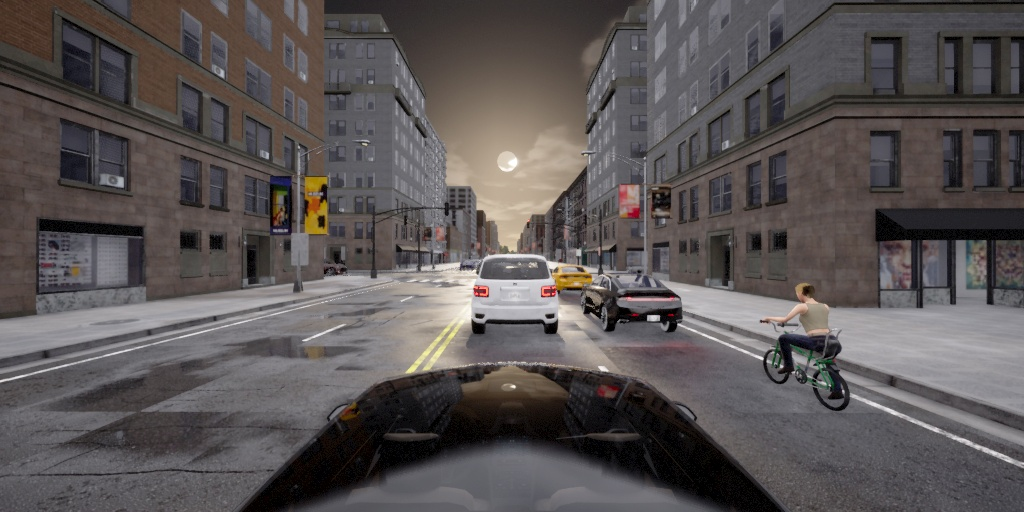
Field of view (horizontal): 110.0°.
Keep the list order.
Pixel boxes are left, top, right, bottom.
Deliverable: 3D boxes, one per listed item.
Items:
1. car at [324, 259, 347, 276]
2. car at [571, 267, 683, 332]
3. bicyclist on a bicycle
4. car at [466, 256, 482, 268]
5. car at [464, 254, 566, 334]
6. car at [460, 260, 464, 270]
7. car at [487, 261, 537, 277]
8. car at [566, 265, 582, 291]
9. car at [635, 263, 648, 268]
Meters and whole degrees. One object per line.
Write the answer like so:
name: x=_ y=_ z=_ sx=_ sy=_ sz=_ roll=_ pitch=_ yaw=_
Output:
car: x=-18.980 y=1.091 z=35.816 sx=4.553 sy=1.767 sz=2.097 roll=0 pitch=0 yaw=0
car: x=3.323 y=1.243 z=10.821 sx=2.128 sy=1.511 sz=4.902 roll=0 pitch=0 yaw=0
bicyclist on a bicycle: x=4.129 y=1.187 z=5.133 sx=0.866 sy=1.612 sz=1.509 roll=0 pitch=0 yaw=0
car: x=-6.690 y=0.996 z=64.036 sx=2.150 sy=2.045 sz=5.566 roll=0 pitch=0 yaw=0
car: x=0.079 y=0.973 z=10.750 sx=2.150 sy=2.045 sz=5.566 roll=0 pitch=0 yaw=0
car: x=-6.702 y=1.249 z=54.092 sx=1.882 sy=1.535 sz=5.008 roll=0 pitch=0 yaw=0
car: x=0.025 y=1.264 z=35.804 sx=4.892 sy=1.490 sz=1.837 roll=0 pitch=0 yaw=0
car: x=3.211 y=1.233 z=20.311 sx=1.882 sy=1.535 sz=5.008 roll=0 pitch=0 yaw=0
car: x=14.974 y=1.413 z=38.708 sx=4.718 sy=1.301 sz=1.895 roll=0 pitch=0 yaw=1
